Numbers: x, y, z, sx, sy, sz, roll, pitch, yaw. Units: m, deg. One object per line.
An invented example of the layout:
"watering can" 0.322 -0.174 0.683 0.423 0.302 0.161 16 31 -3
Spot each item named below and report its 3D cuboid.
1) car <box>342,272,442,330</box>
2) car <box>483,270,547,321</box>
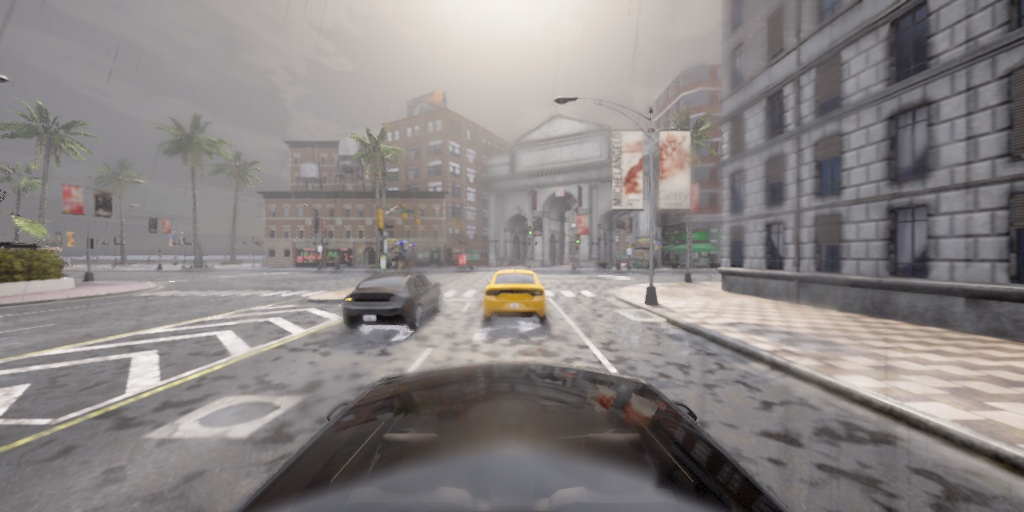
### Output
"car" -3.416 1.238 11.042 1.837 1.490 4.892 0 0 0
"car" 0.116 1.208 12.341 1.882 1.535 5.008 0 0 1
